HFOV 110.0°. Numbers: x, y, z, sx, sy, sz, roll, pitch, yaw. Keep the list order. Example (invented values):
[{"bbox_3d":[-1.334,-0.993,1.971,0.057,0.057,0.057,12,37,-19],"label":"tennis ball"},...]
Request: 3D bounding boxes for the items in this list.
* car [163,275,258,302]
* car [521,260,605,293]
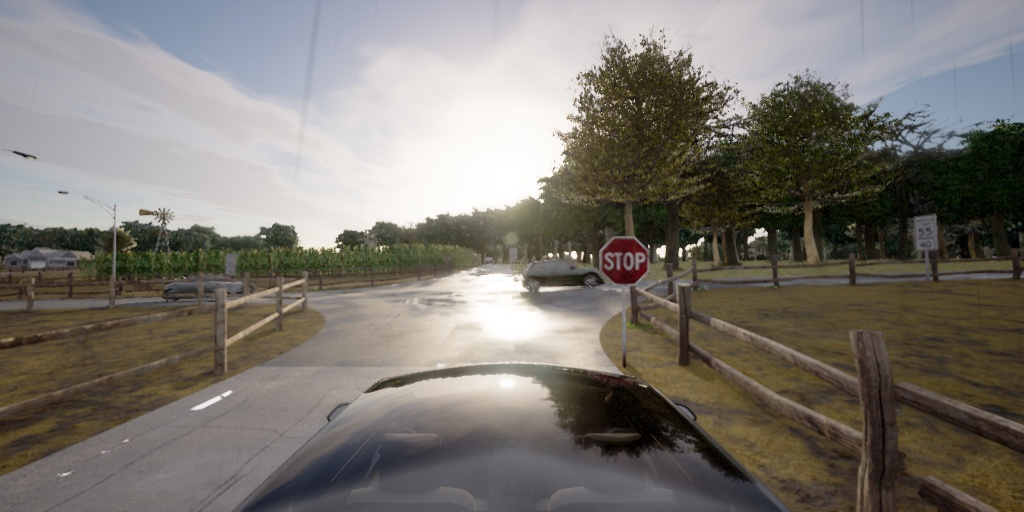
[{"bbox_3d":[-16.523,1.739,19.774,4.181,1.385,1.994,-2,-2,0],"label":"car"},{"bbox_3d":[2.729,0.970,19.764,4.553,1.767,2.097,-3,-2,0],"label":"car"}]
